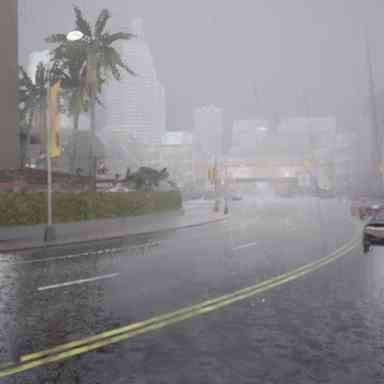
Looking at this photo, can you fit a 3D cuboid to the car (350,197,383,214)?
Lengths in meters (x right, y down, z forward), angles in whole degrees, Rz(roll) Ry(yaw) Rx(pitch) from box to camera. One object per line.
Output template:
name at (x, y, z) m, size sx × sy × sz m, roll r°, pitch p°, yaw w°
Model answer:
car at (14.263, 1.202, 26.898) m, size 2.097 × 1.767 × 4.553 m, roll -1°, pitch 0°, yaw 16°

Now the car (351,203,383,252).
car at (7.846, 1.413, 12.796) m, size 2.128 × 1.511 × 4.902 m, roll 0°, pitch 0°, yaw 36°

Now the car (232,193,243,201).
car at (10.771, 1.303, 77.925) m, size 2.097 × 1.535 × 5.008 m, roll 0°, pitch 0°, yaw 6°
